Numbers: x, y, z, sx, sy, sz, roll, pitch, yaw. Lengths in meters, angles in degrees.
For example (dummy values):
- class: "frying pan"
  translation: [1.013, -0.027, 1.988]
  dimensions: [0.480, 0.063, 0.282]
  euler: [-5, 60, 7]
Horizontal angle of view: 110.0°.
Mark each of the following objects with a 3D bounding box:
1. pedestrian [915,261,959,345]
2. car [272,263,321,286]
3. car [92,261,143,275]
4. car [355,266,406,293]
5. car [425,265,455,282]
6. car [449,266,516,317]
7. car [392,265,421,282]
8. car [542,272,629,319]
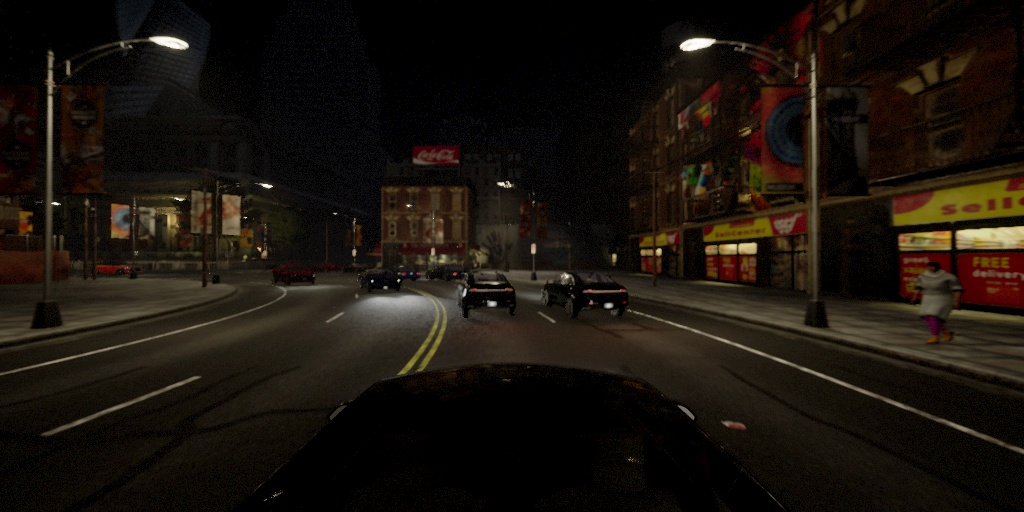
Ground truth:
- class: "pedestrian"
  translation: [9.157, 0.932, 7.731]
  dimensions: [0.375, 1.860, 0.375]
  euler: [0, 0, -3]
- class: "car"
  translation: [-16.940, 1.404, 27.748]
  dimensions: [5.008, 1.535, 1.882]
  euler: [-1, -1, 42]
- class: "car"
  translation: [-46.898, 1.378, 42.707]
  dimensions: [4.553, 1.767, 2.097]
  euler: [0, 0, 1]
- class: "car"
  translation: [-8.211, 1.489, 22.153]
  dimensions: [1.895, 1.301, 4.718]
  euler: [0, 0, -30]
- class: "car"
  translation: [-5.637, 1.497, 31.284]
  dimensions: [2.033, 1.411, 5.357]
  euler: [0, -1, -39]
- class: "car"
  translation: [-1.123, 1.323, 13.753]
  dimensions: [2.128, 1.511, 4.902]
  euler: [0, 0, -12]
- class: "car"
  translation: [-9.839, 1.495, 30.894]
  dimensions: [2.033, 1.411, 5.357]
  euler: [0, -1, -43]
- class: "car"
  translation: [2.518, 1.320, 13.378]
  dimensions: [2.128, 1.511, 4.902]
  euler: [0, 0, -11]
